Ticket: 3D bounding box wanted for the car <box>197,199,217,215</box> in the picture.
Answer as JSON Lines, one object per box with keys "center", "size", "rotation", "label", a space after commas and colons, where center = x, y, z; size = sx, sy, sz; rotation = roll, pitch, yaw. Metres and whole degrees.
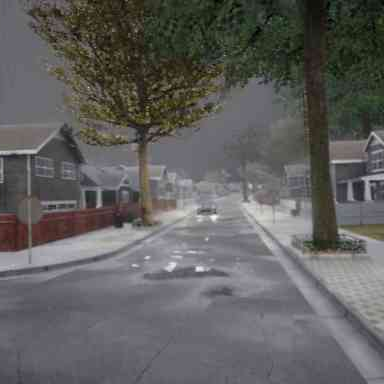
{"center": [1.775, 1.647, 38.604], "size": [2.097, 1.767, 4.553], "rotation": [-1, 0, 6], "label": "car"}
